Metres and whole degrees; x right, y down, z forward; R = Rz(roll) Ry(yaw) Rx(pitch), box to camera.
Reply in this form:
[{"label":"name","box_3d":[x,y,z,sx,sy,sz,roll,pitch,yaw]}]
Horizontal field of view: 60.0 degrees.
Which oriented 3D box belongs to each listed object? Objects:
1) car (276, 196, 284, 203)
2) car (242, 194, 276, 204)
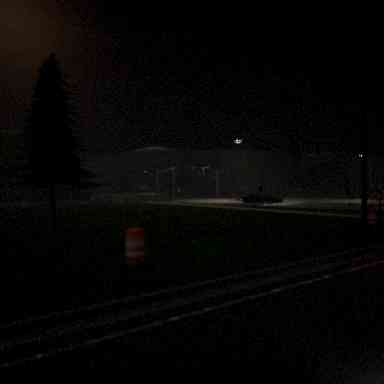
[{"label":"car","box_3d":[12.448,1.025,53.092,1.812,1.442,4.674,-1,0,-34]},{"label":"car","box_3d":[9.858,1.020,50.680,1.882,1.535,5.008,-1,0,-34]}]
